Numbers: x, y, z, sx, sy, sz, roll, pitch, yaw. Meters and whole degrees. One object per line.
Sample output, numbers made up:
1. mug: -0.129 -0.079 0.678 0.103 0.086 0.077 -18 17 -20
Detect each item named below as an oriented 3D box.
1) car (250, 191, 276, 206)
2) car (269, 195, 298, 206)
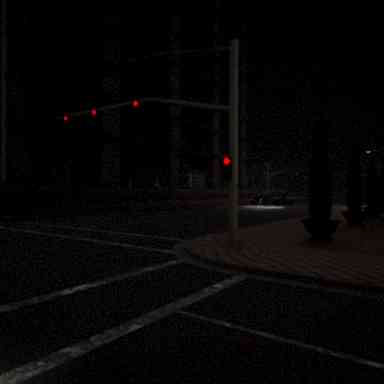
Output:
1. car: 10.884 1.214 52.426 2.097 1.767 4.553 0 0 36
2. car: 14.012 1.486 50.773 1.895 1.301 4.718 0 0 36
